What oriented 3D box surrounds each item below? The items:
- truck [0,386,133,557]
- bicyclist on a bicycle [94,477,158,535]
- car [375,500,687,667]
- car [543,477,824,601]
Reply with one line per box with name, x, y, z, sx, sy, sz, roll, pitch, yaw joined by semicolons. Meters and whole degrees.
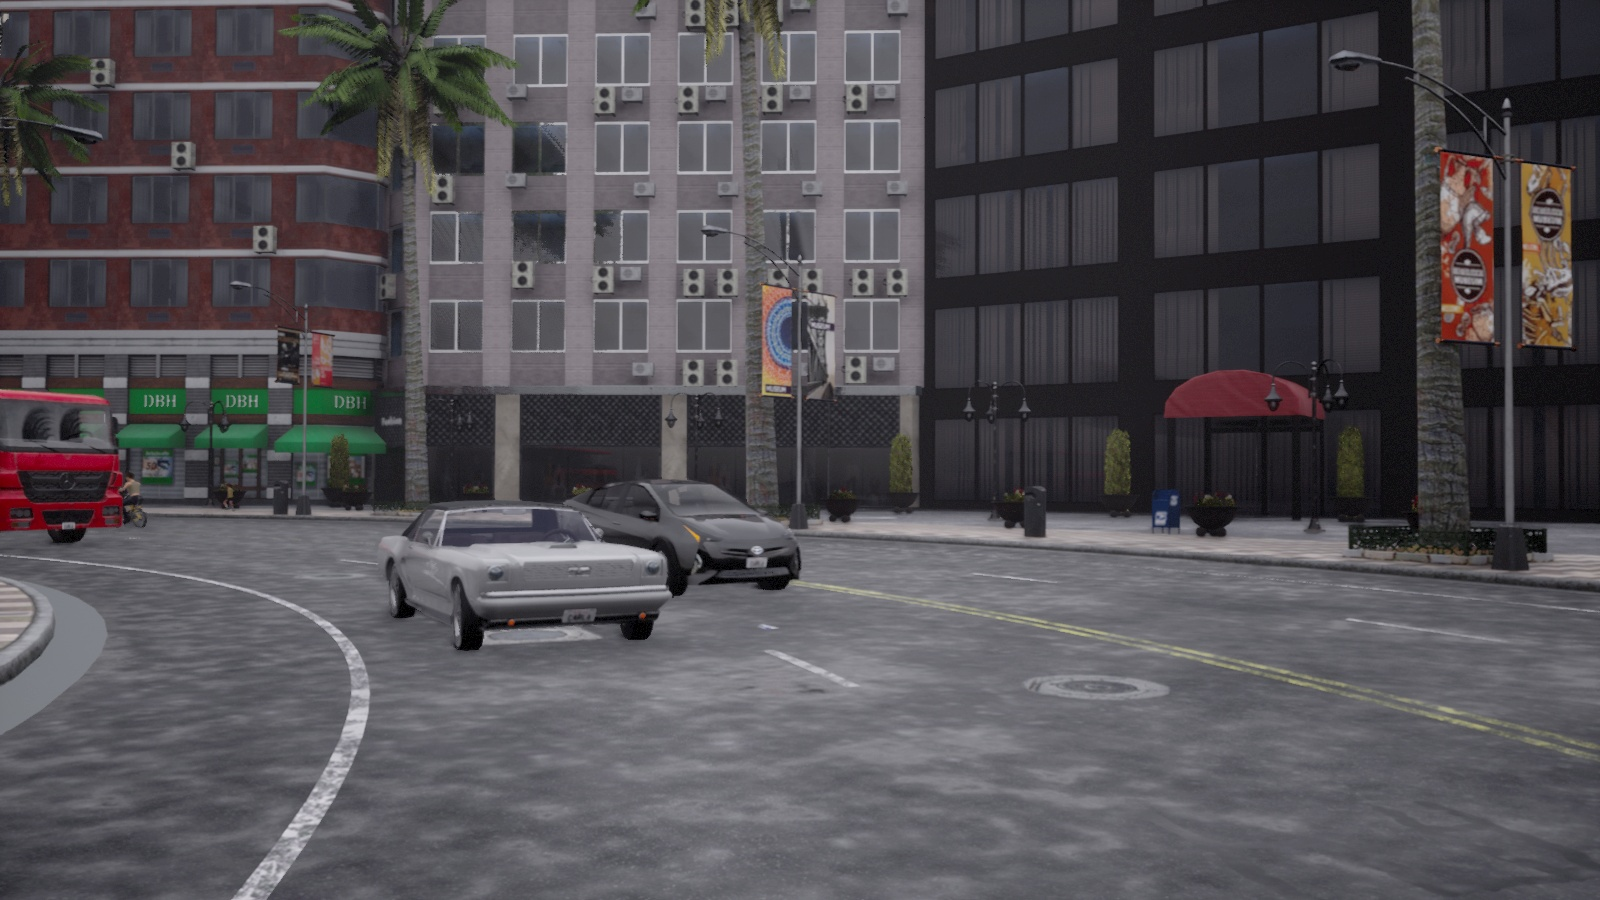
truck;-19.166;0.514;28.340;7.936;3.462;2.891;-1;-1;23
bicyclist on a bicycle;-19.301;1.596;35.973;1.509;1.612;0.866;-1;-1;22
car;-2.985;1.211;13.000;1.895;1.301;4.718;0;-1;-29
car;-1.804;1.159;17.973;2.007;1.525;4.514;1;-2;-35
